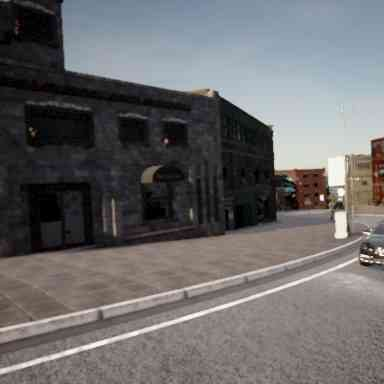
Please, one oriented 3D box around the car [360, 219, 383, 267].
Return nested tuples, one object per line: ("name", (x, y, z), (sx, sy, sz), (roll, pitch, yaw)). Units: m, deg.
("car", (7.130, 1.639, 11.170), (1.837, 1.490, 4.892), (-1, -1, 41))
